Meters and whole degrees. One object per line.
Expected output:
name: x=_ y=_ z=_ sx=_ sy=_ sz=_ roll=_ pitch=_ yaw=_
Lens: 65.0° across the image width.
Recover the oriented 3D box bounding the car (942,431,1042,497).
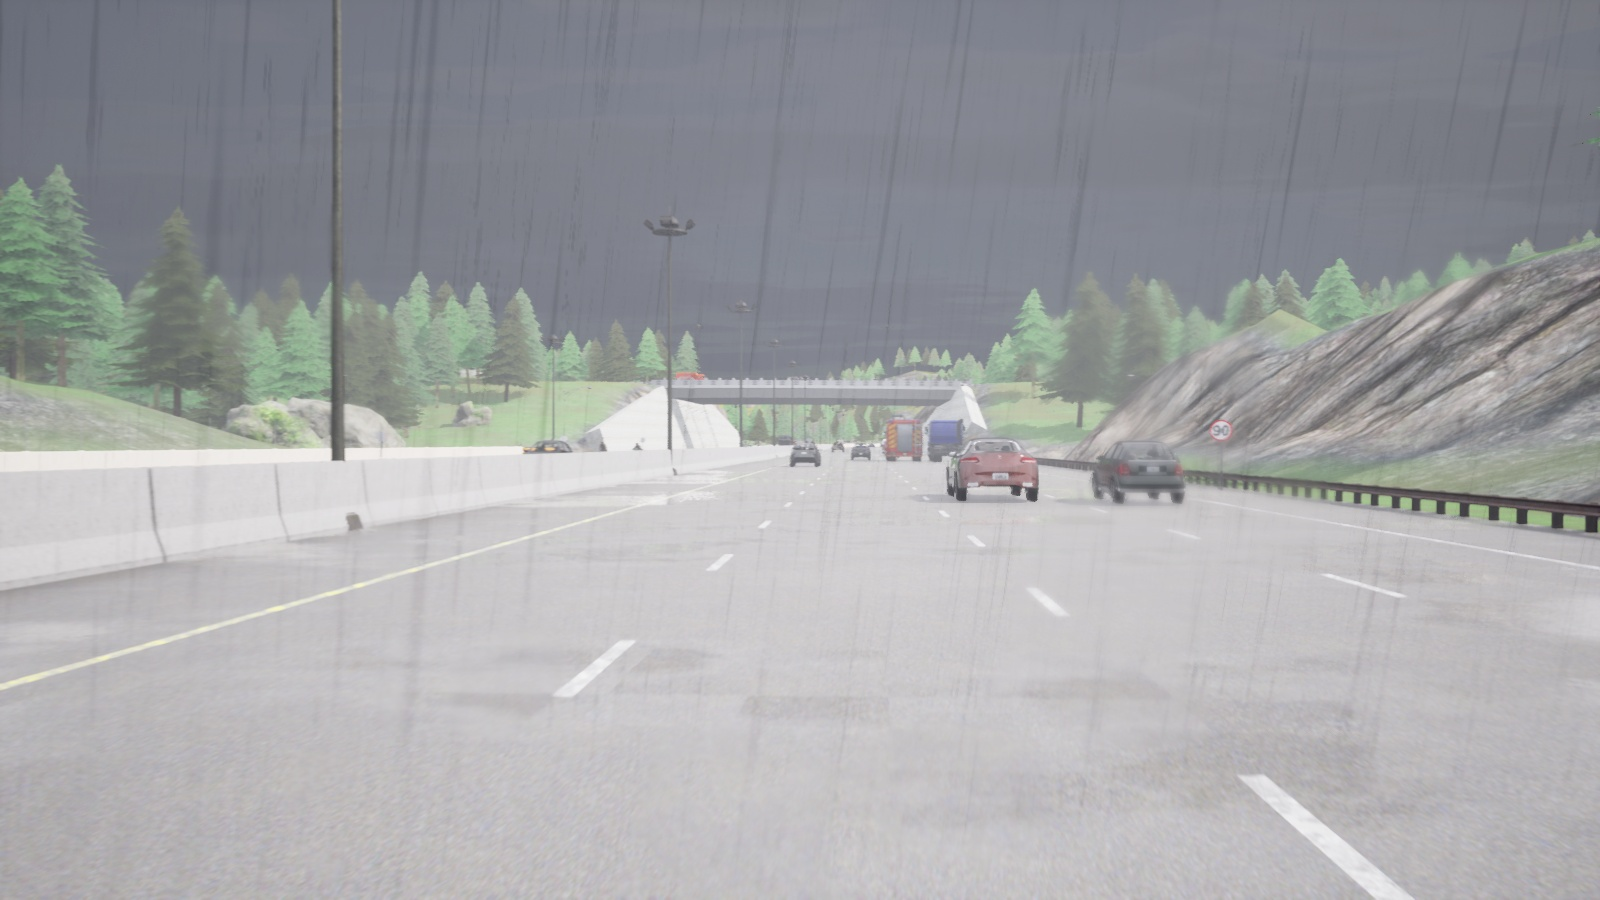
car: x=5.113 y=0.340 z=34.067 sx=2.152 sy=1.651 sz=5.027 roll=0 pitch=0 yaw=3

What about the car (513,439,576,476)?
car: x=-11.364 y=0.314 z=56.078 sx=1.851 sy=1.617 sz=3.988 roll=0 pitch=0 yaw=3

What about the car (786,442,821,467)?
car: x=0.251 y=0.245 z=79.363 sx=2.007 sy=1.525 sz=4.514 roll=0 pitch=0 yaw=3

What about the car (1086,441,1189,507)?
car: x=8.518 y=0.558 z=31.975 sx=1.789 sy=1.549 sz=3.705 roll=0 pitch=1 yaw=3
